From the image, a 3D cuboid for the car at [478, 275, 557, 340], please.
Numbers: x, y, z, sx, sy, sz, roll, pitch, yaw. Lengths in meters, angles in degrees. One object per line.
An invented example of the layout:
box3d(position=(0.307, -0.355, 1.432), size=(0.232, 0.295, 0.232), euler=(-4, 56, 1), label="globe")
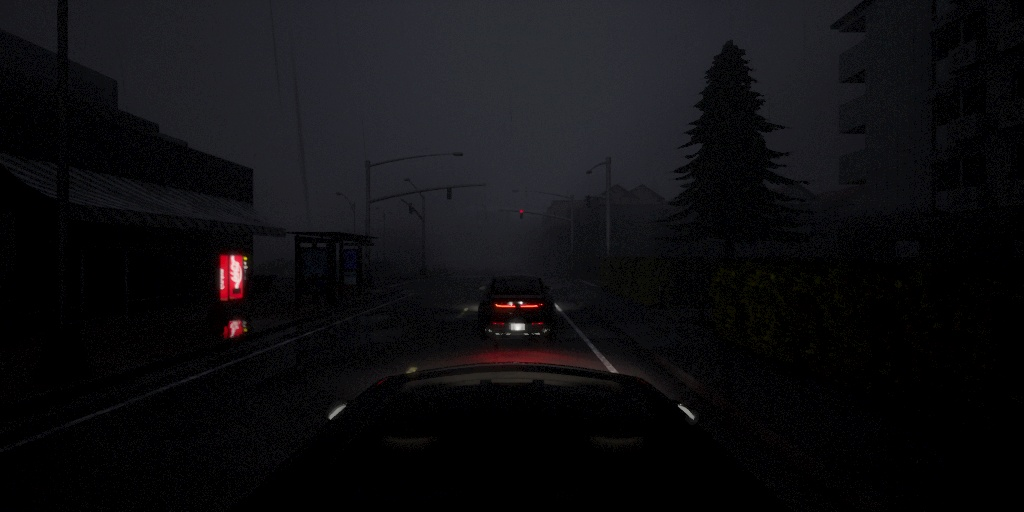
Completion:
box3d(position=(0.119, 1.255, 10.016), size=(1.837, 1.490, 4.892), euler=(0, 0, 0), label="car")
